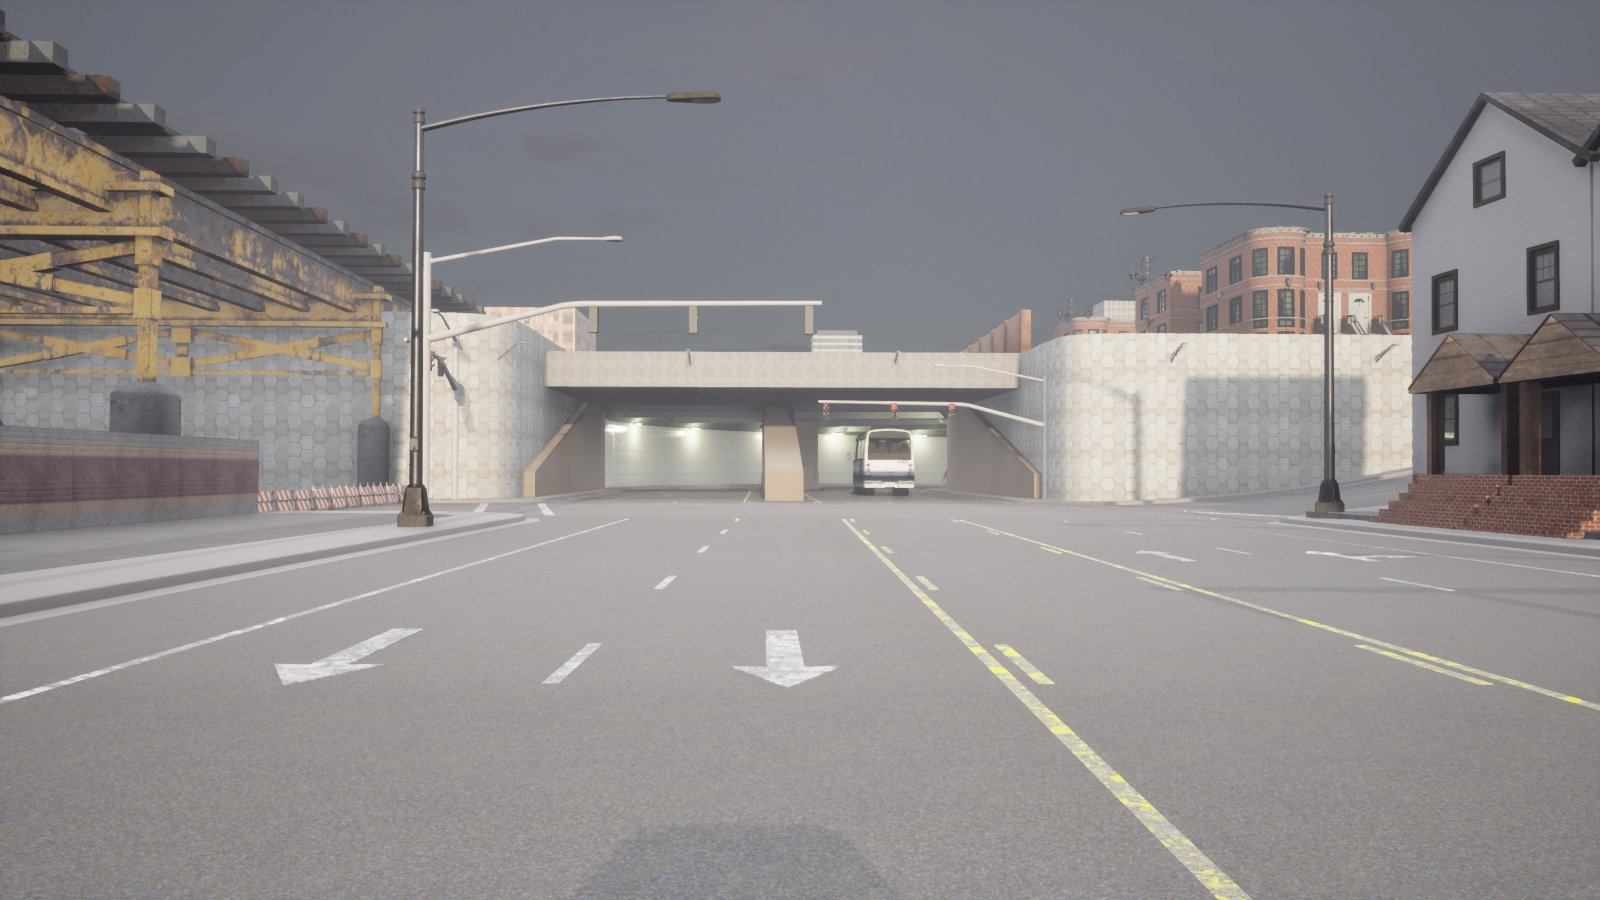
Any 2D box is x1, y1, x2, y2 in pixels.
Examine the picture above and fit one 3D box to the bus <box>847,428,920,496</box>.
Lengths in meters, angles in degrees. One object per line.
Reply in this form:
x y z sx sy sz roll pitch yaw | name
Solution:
5.455 0.829 84.351 3.944 4.253 10.273 0 -1 -2 | bus
